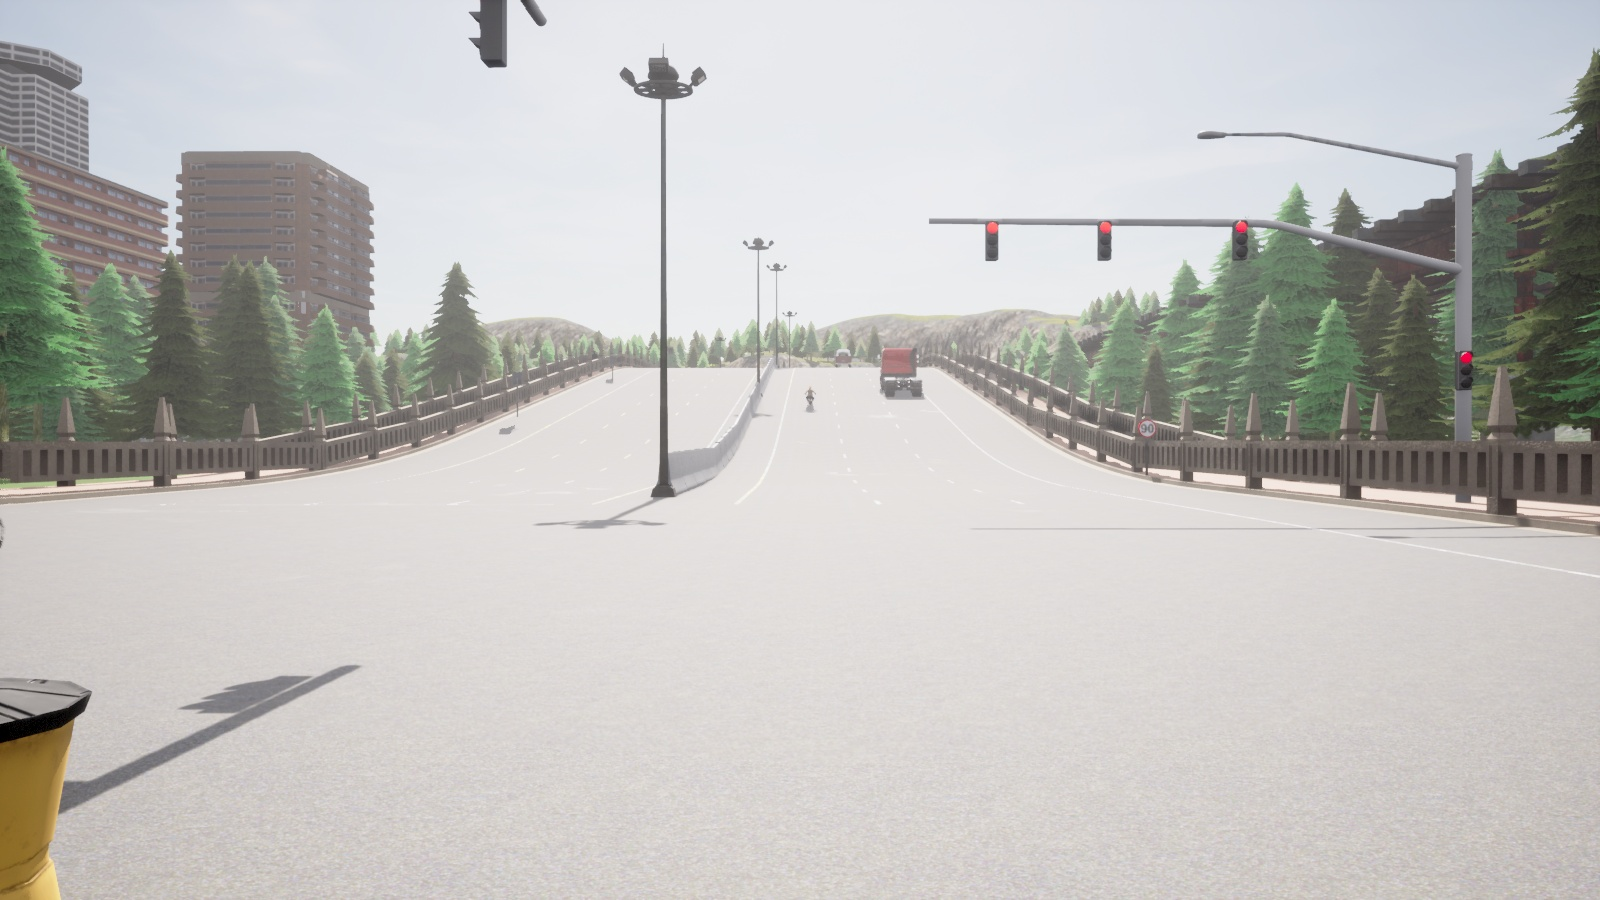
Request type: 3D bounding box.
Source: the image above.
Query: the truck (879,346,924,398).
[{"bbox_3d":[7.842,-6.130,97.780,2.891,3.462,7.936,0,8,1],"label":"truck"}]

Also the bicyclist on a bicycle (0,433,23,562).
[{"bbox_3d":[-10.395,0.604,15.479,0.582,1.620,1.656,0,1,0],"label":"bicyclist on a bicycle"}]
